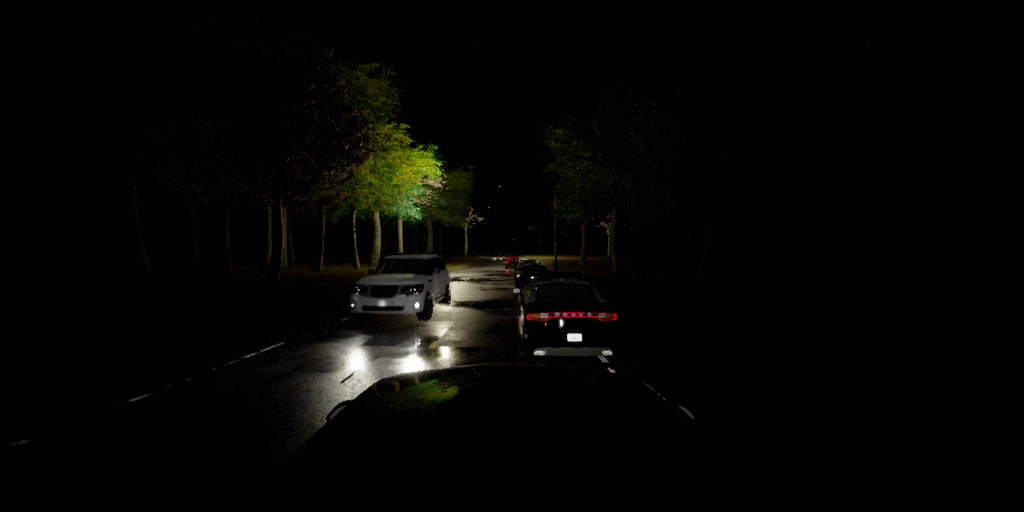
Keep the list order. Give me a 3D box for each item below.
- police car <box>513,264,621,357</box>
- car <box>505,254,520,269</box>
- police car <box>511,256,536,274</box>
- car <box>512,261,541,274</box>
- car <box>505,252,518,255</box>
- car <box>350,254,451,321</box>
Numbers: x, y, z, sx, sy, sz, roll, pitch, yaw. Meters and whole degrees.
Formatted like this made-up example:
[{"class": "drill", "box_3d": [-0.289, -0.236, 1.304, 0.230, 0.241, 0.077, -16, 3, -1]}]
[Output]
[{"class": "police car", "box_3d": [1.060, 1.166, 8.634, 1.930, 1.638, 5.238, 0, 0, 0]}, {"class": "car", "box_3d": [0.082, 0.899, 47.243, 1.812, 1.442, 4.674, 0, 1, 1]}, {"class": "police car", "box_3d": [1.077, 1.068, 24.634, 1.930, 1.638, 5.238, 0, 0, 0]}, {"class": "car", "box_3d": [1.070, 1.199, 18.523, 1.837, 1.490, 4.892, 0, 0, 0]}, {"class": "car", "box_3d": [0.064, 0.290, 60.129, 2.150, 2.045, 5.566, 0, 2, 0]}, {"class": "car", "box_3d": [-3.587, 0.947, 12.684, 2.150, 2.045, 5.566, 0, 0, 0]}]
